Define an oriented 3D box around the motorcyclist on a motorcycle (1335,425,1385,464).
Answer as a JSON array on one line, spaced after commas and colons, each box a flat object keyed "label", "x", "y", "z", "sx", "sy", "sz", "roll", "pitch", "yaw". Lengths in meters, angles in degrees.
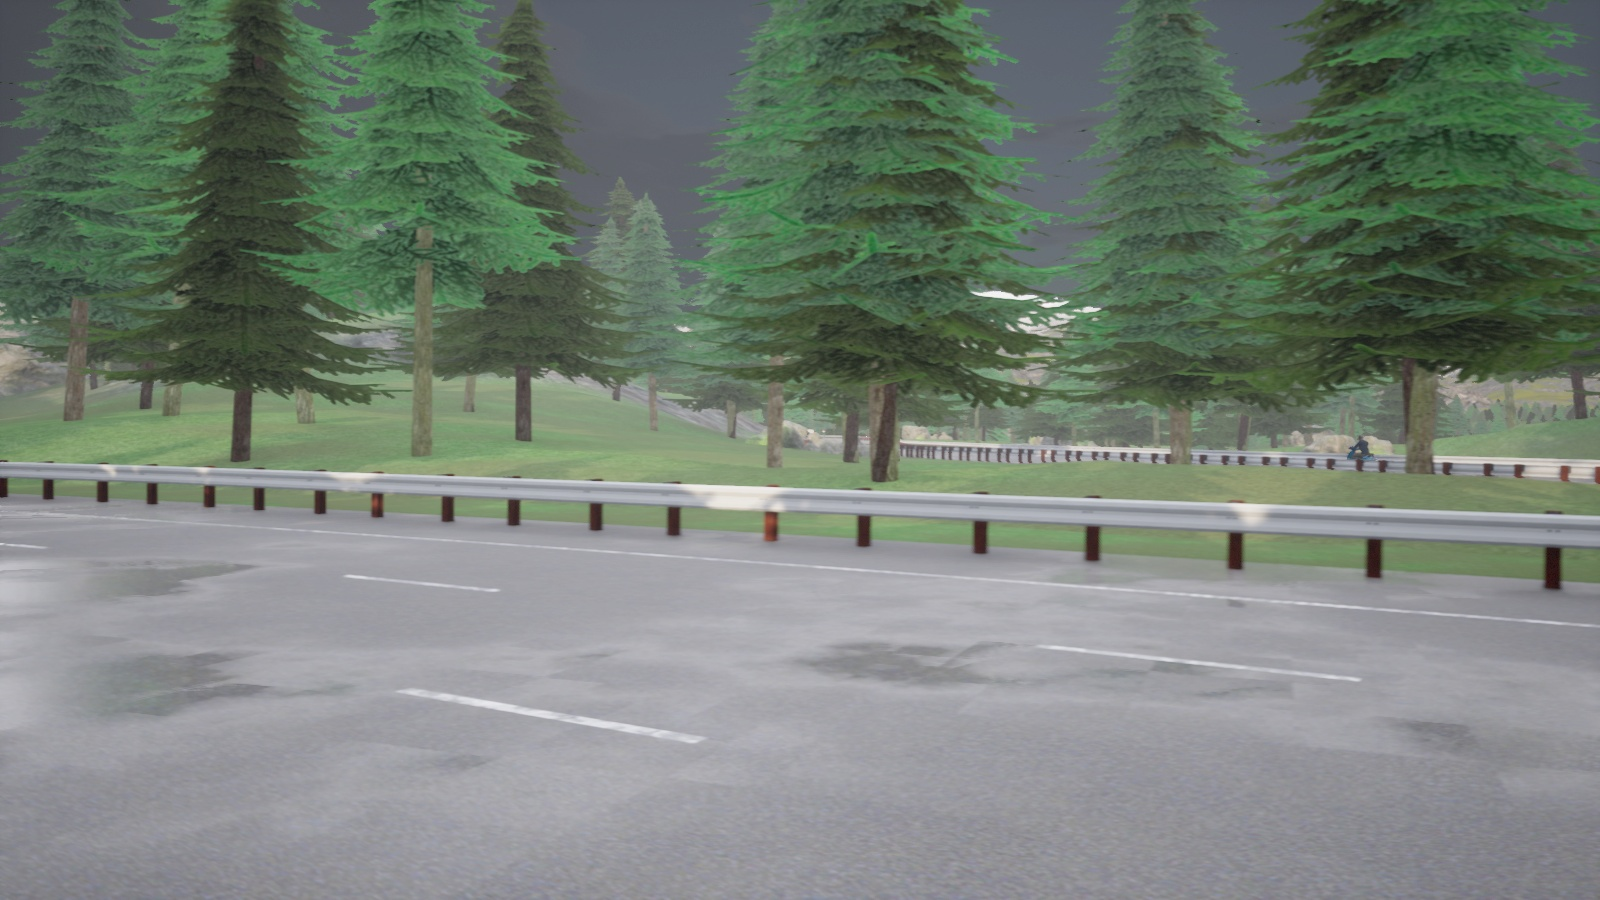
[{"label": "motorcyclist on a motorcycle", "x": 22.853, "y": -0.227, "z": 51.307, "sx": 0.866, "sy": 1.590, "sz": 1.817, "roll": -1, "pitch": 1, "yaw": -19}]
